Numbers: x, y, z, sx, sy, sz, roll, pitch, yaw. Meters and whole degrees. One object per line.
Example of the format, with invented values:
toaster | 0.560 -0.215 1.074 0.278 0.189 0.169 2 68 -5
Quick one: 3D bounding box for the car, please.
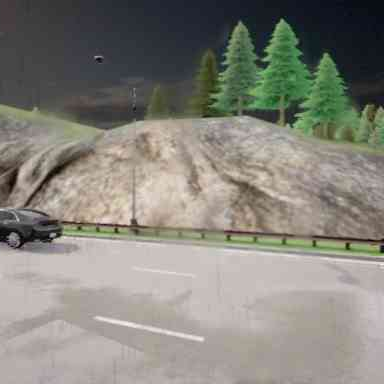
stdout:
car | -7.742 1.422 13.926 4.892 1.490 1.837 1 0 20
